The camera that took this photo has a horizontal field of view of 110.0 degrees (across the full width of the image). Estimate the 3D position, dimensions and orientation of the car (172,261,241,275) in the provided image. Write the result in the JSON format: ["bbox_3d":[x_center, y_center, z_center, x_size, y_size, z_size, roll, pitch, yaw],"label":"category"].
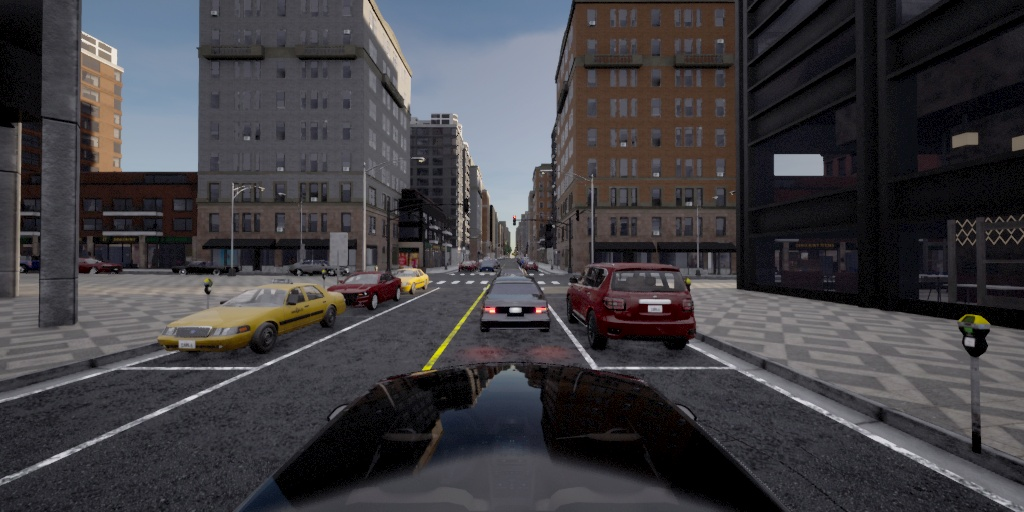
[{"bbox_3d":[-26.740,1.112,31.482,4.718,1.301,1.895,1,-1,0],"label":"car"}]

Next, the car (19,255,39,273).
[{"bbox_3d":[-47.617,0.704,34.694,4.553,1.767,2.097,1,-1,1],"label":"car"}]

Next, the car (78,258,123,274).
[{"bbox_3d":[-37.311,0.893,31.527,5.008,1.535,1.882,0,-1,0],"label":"car"}]

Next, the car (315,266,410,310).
[{"bbox_3d":[-5.893,1.298,14.673,1.888,1.381,4.507,0,0,0],"label":"car"}]

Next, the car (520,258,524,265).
[{"bbox_3d":[2.526,1.344,53.005,1.802,1.307,4.207,0,0,0],"label":"car"}]

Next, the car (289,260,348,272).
[{"bbox_3d":[-16.843,1.092,31.449,4.902,1.511,2.128,1,-1,0],"label":"car"}]

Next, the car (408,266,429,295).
[{"bbox_3d":[-5.908,1.279,20.128,1.751,1.417,4.829,0,0,0],"label":"car"}]

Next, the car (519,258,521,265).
[{"bbox_3d":[2.510,1.346,58.679,1.802,1.307,4.207,0,0,0],"label":"car"}]

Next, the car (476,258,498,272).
[{"bbox_3d":[-3.249,1.308,46.758,2.033,1.411,5.357,0,0,-4],"label":"car"}]

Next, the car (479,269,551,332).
[{"bbox_3d":[0.066,1.299,10.795,2.033,1.411,5.357,0,0,0],"label":"car"}]

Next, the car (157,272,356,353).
[{"bbox_3d":[-5.877,1.277,8.879,1.751,1.417,4.829,0,0,0],"label":"car"}]

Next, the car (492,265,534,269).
[{"bbox_3d":[0.018,1.355,20.522,1.895,1.301,4.718,0,0,0],"label":"car"}]

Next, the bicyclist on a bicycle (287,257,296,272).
[{"bbox_3d":[-23.112,0.909,37.711,0.582,1.620,1.656,0,0,0],"label":"bicyclist on a bicycle"}]

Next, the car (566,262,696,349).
[{"bbox_3d":[2.649,1.066,9.064,2.192,1.841,5.009,0,0,0],"label":"car"}]

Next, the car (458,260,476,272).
[{"bbox_3d":[-5.984,1.306,47.317,1.888,1.381,4.507,0,0,0],"label":"car"}]

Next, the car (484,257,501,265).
[{"bbox_3d":[-3.234,1.328,56.613,1.994,1.385,4.181,0,0,0],"label":"car"}]

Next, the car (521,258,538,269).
[{"bbox_3d":[2.542,1.343,47.332,1.802,1.307,4.207,0,0,0],"label":"car"}]

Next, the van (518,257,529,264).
[{"bbox_3d":[2.495,1.108,64.352,1.690,1.789,3.998,0,0,0],"label":"van"}]
